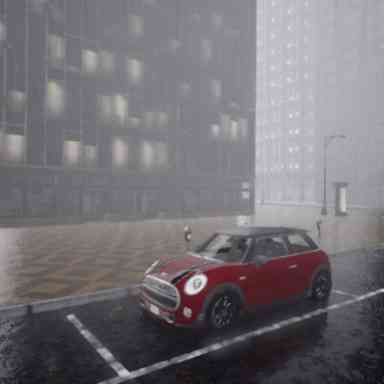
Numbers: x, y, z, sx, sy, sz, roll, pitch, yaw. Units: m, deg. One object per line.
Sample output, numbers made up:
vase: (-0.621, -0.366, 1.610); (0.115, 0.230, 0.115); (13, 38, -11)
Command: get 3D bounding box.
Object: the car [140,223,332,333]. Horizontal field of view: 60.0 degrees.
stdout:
car: (0.994, 1.484, 6.807); (4.097, 1.590, 1.967); (1, 0, -36)
